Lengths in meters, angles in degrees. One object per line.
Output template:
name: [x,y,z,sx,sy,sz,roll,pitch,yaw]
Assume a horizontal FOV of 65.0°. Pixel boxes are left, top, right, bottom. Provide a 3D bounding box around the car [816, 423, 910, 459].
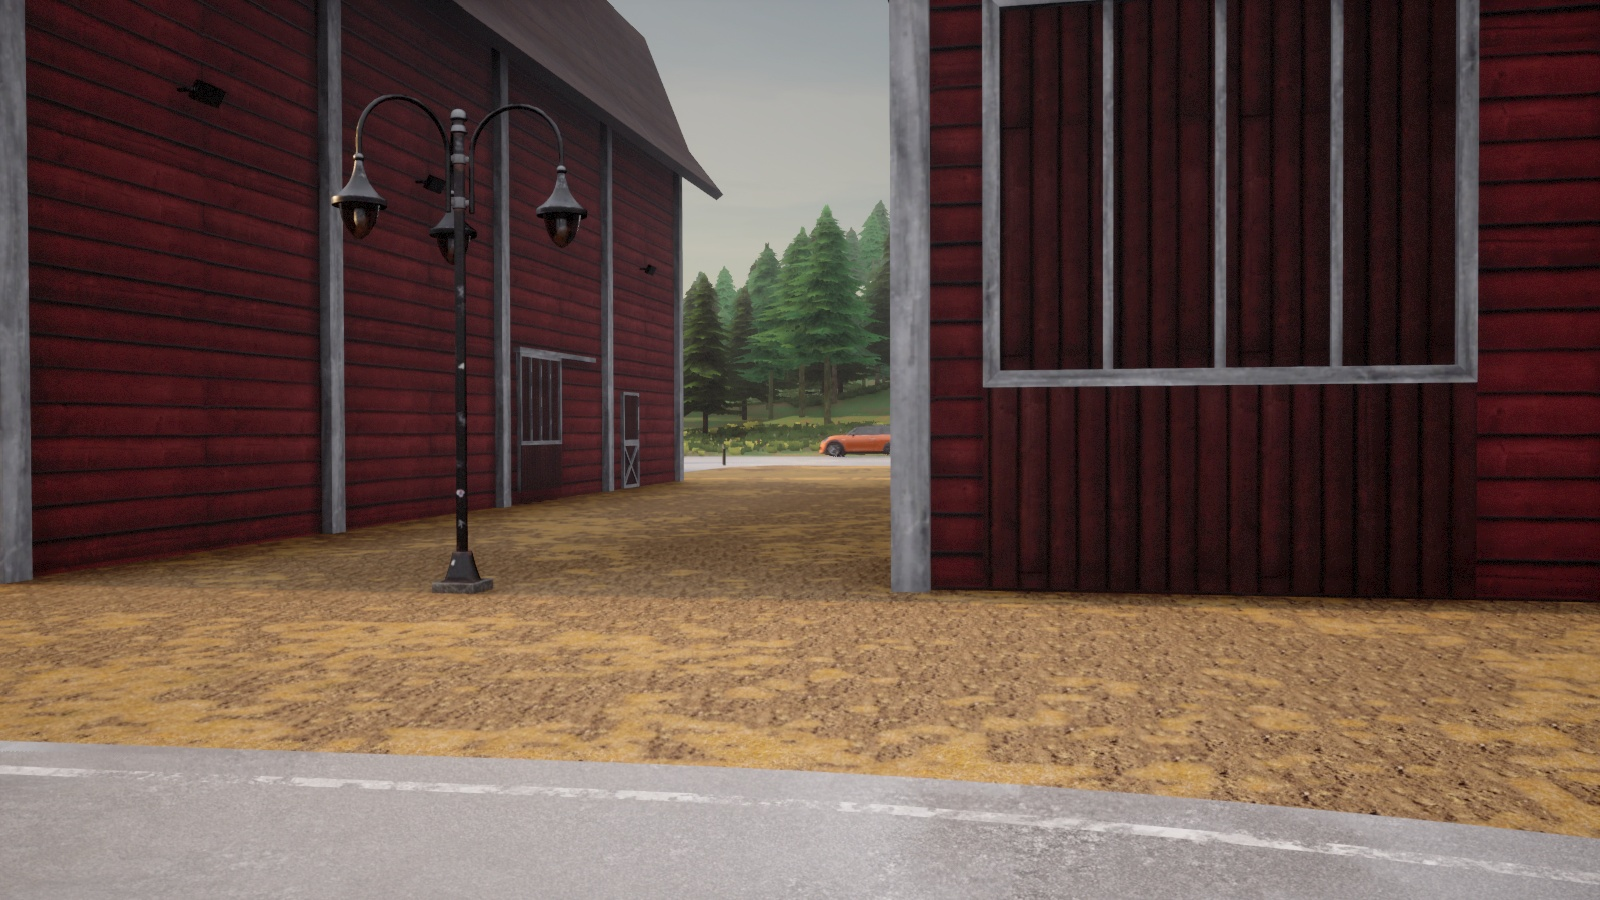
car: [3.269,-0.476,64.566,4.553,1.767,2.097,0,1,12]
